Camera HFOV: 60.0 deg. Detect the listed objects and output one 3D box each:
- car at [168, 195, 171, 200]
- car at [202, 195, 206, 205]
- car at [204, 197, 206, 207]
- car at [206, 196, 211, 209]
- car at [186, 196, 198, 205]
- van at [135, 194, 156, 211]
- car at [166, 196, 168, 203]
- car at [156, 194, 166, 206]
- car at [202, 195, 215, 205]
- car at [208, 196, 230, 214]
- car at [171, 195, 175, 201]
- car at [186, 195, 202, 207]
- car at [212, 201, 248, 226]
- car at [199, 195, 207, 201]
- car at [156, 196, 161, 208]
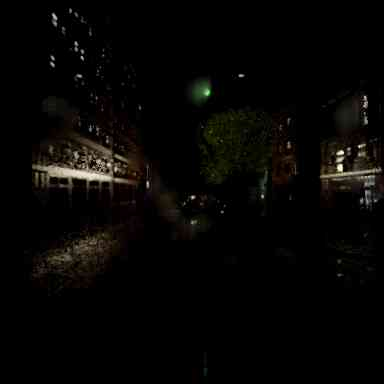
[{"bbox_3d":[-5.632,1.493,62.501,2.008,1.369,4.403,0,0,0],"label":"car"},{"bbox_3d":[2.738,1.493,51.098,2.008,1.369,4.403,0,0,0],"label":"car"},{"bbox_3d":[2.727,1.531,39.705,1.802,1.307,4.206,0,0,0],"label":"car"},{"bbox_3d":[2.722,1.394,34.007,1.967,1.590,4.097,0,0,0],"label":"car"},{"bbox_3d":[0.058,1.433,59.806,2.128,1.511,4.902,0,0,0],"label":"car"},{"bbox_3d":[-5.654,1.290,39.713,1.690,1.788,3.998,0,0,0],"label":"van"},{"bbox_3d":[-5.637,1.508,56.805,1.947,1.339,4.313,0,0,0],"label":"car"},{"bbox_3d":[-5.643,1.258,51.107,2.192,1.841,5.009,0,0,0],"label":"car"},{"bbox_3d":[2.743,1.382,56.795,1.967,1.590,4.097,0,0,0],"label":"car"},{"bbox_3d":[2.717,1.400,28.311,1.967,1.590,4.097,0,0,0],"label":"car"},{"bbox_3d":[-5.616,1.472,79.422,1.752,1.417,4.829,0,0,0],"label":"car"},{"bbox_3d":[0.049,1.507,49.799,1.994,1.385,4.181,0,0,0],"label":"car"},{"bbox_3d":[2.711,1.517,22.614,2.008,1.369,4.403,0,0,0],"label":"car"},{"bbox_3d":[2.770,1.499,85.279,2.008,1.369,4.403,0,0,0],"label":"car"},{"bbox_3d":[-5.648,1.527,45.411,1.802,1.307,4.206,0,0,0],"label":"car"}]
